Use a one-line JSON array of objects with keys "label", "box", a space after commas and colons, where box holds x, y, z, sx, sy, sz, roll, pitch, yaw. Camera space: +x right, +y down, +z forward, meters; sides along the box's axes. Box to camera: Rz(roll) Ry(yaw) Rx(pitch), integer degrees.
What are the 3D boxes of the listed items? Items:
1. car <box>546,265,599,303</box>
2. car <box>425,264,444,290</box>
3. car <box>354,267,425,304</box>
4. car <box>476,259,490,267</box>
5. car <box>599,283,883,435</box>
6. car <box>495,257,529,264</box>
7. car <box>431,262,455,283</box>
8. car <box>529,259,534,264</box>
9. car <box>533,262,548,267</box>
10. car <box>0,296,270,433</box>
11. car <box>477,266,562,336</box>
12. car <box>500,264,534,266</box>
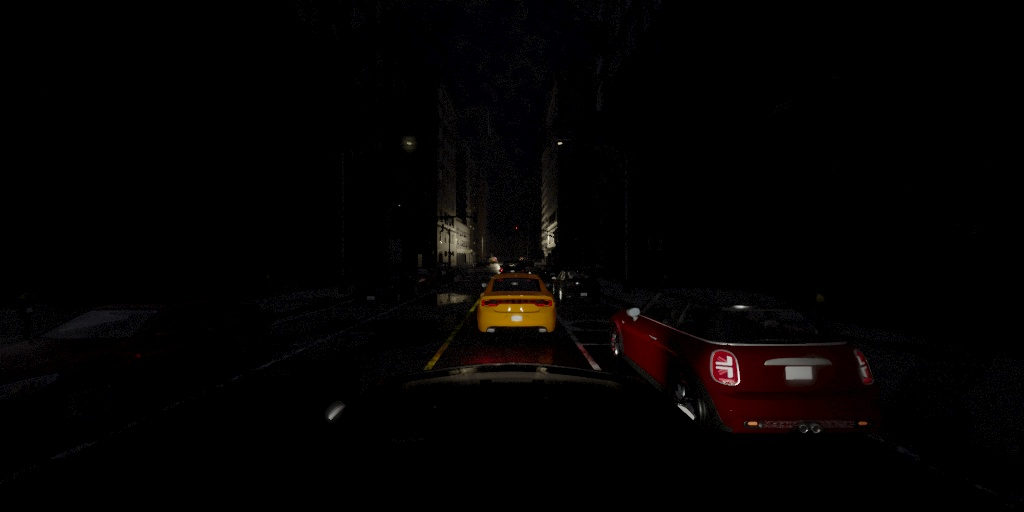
[{"label": "car", "box": [2.882, 1.301, 16.513, 2.007, 1.370, 4.403, 0, 0, 0]}, {"label": "car", "box": [-5.634, 1.333, 22.029, 1.802, 1.307, 4.207, 0, 0, 0]}, {"label": "car", "box": [-5.643, 1.316, 16.527, 1.948, 1.339, 4.313, 0, 0, 0]}, {"label": "car", "box": [-5.525, 1.373, 64.632, 1.802, 1.307, 4.207, 0, 0, 0]}, {"label": "car", "box": [2.863, 1.190, 5.510, 1.967, 1.591, 4.097, 0, 0, 0]}, {"label": "car", "box": [0.075, 1.105, 28.118, 2.097, 1.767, 4.553, 0, 0, 1]}, {"label": "car", "box": [-5.624, 1.192, 27.530, 1.967, 1.591, 4.097, 0, 0, 0]}, {"label": "car", "box": [3.000, 1.231, 64.604, 1.967, 1.591, 4.097, 0, 0, 0]}, {"label": "car", "box": [2.901, 1.318, 27.515, 1.948, 1.339, 4.313, 0, 0, 0]}, {"label": "car", "box": [-5.662, 1.332, 5.525, 1.802, 1.307, 4.207, 0, 0, 0]}, {"label": "car", "box": [0.112, 1.228, 10.397, 1.882, 1.535, 5.008, 0, 0, 0]}, {"label": "car", "box": [0.131, 1.315, 19.385, 1.994, 1.385, 4.181, 0, 0, 0]}]
